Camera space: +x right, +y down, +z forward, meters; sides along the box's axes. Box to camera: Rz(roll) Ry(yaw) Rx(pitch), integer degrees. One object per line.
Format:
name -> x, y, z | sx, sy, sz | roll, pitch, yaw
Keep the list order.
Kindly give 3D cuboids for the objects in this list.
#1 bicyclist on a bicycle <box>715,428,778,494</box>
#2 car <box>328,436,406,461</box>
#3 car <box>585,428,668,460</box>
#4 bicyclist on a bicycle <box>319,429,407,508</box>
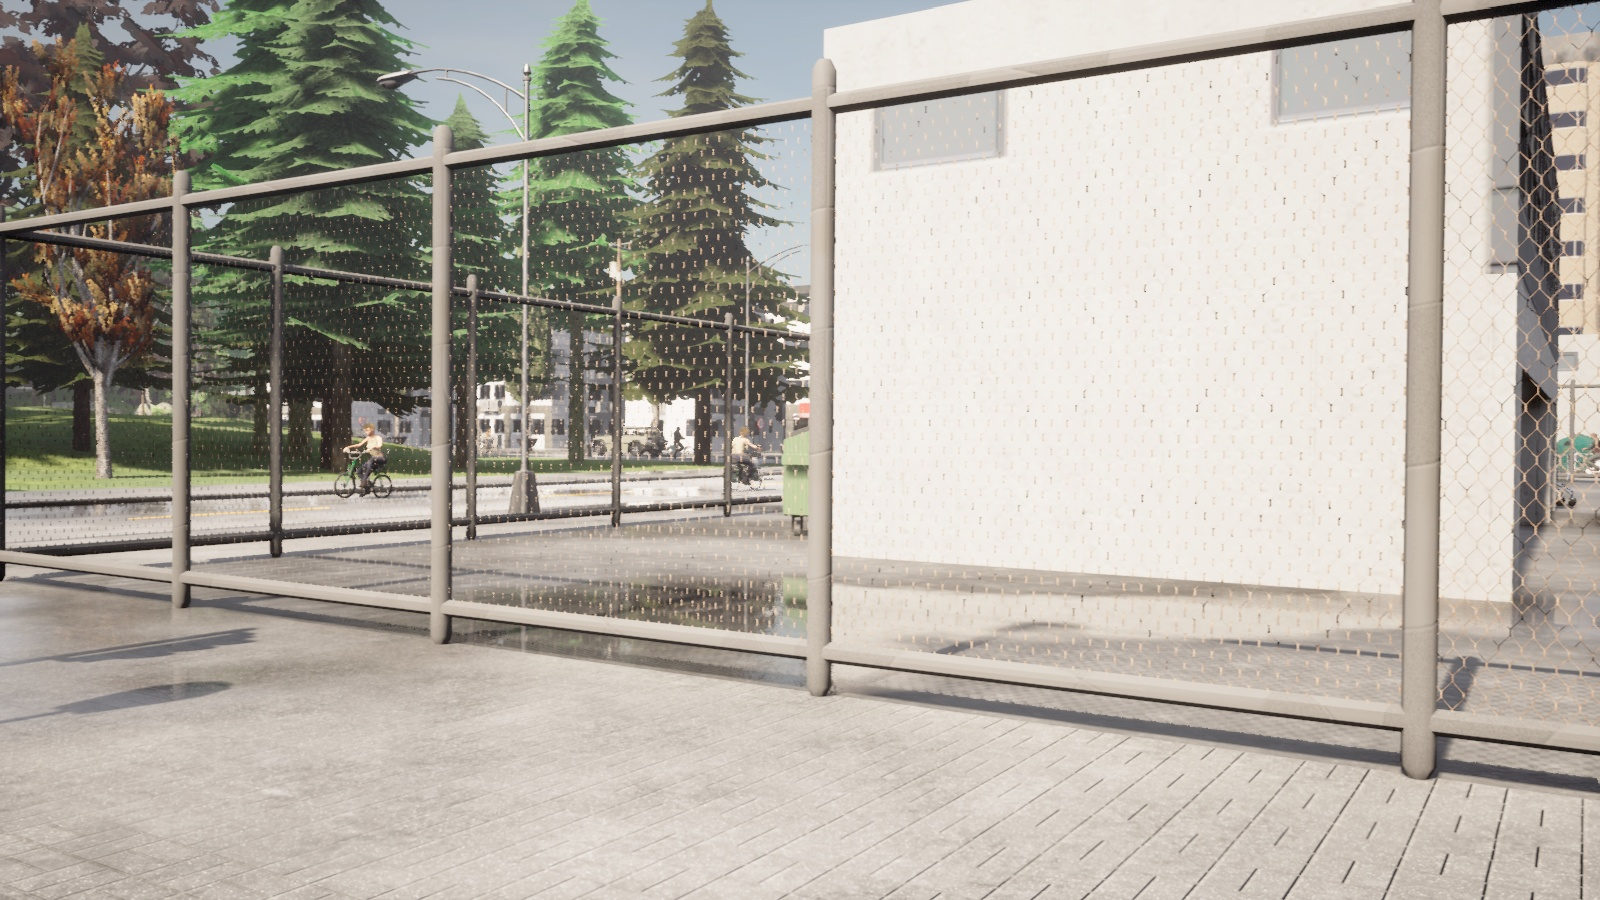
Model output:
bicyclist on a bicycle -> -1.337, 0.255, 31.456 | 0.866, 1.612, 1.509 | 0, 1, 32
car -> -27.591, -0.095, 80.039 | 4.792, 1.488, 2.163 | 0, 1, 32
car -> -10.221, -0.356, 73.827 | 4.605, 1.855, 1.932 | 0, 1, 32
bicyclist on a bicycle -> -9.202, 0.393, 26.495 | 0.866, 1.612, 1.509 | 0, -1, 32
